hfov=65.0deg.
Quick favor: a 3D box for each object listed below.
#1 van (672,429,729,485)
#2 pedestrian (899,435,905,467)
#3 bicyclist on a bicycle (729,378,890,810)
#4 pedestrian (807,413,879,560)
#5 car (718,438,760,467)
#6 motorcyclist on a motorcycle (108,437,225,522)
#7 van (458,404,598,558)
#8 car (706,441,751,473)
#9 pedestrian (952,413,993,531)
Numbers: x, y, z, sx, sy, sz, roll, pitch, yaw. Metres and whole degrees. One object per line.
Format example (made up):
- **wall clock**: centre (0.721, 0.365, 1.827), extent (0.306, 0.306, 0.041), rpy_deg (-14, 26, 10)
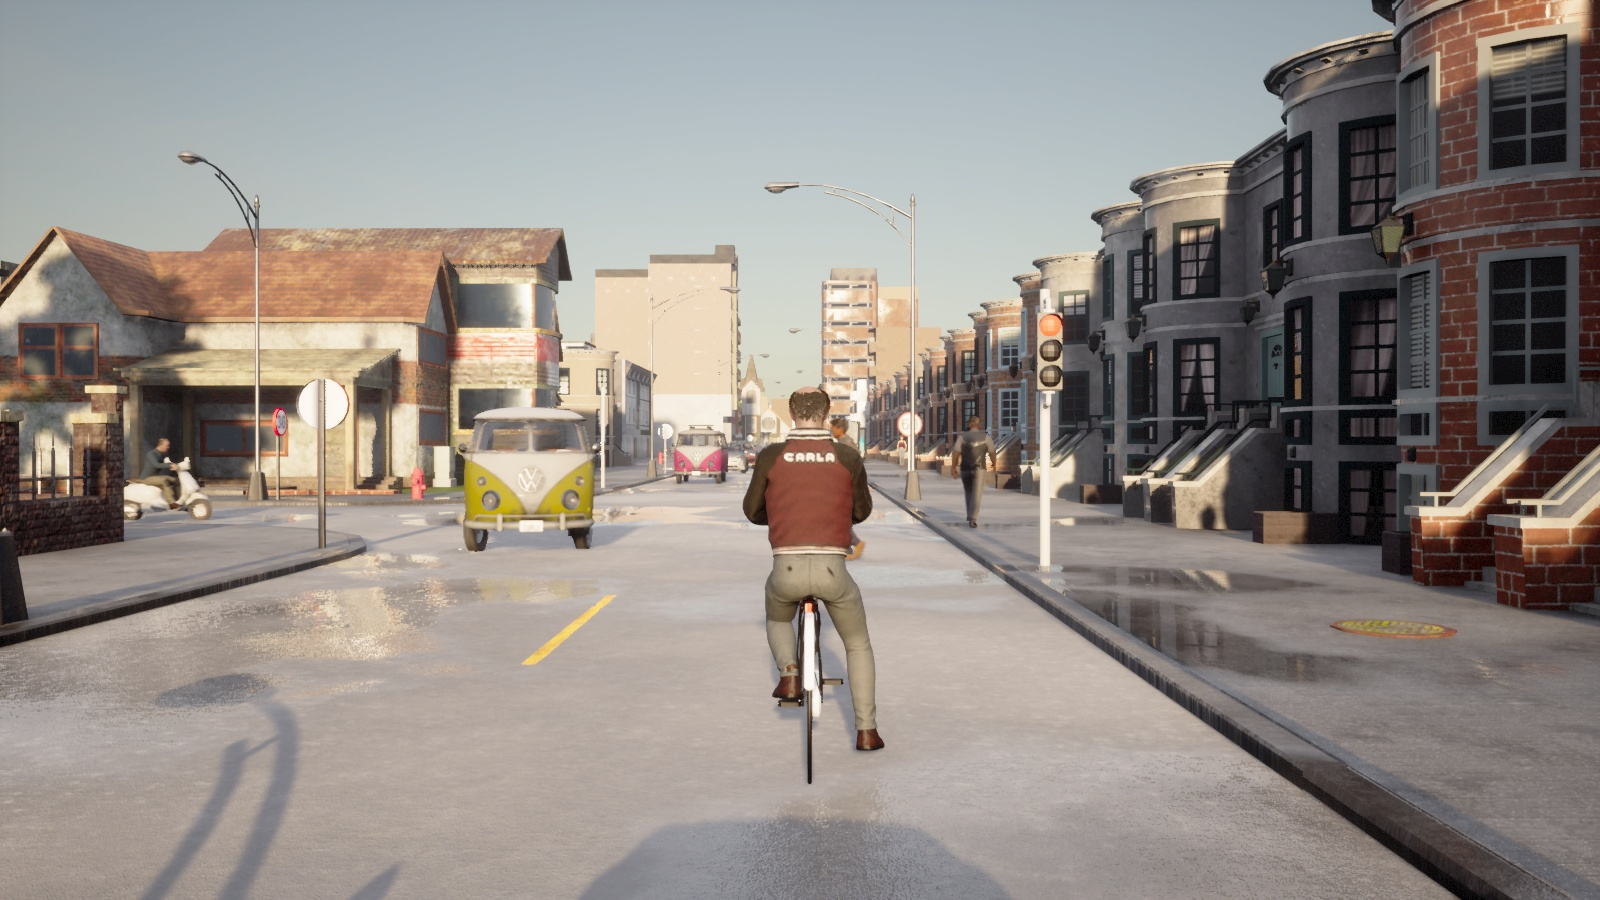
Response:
- **van**: centre (-3.688, 0.230, 47.166), extent (1.775, 1.987, 4.442), rpy_deg (0, 0, 1)
- **pedestrian**: centre (5.870, 0.052, 72.478), extent (0.345, 1.836, 0.594), rpy_deg (0, 0, 5)
- **bicyclist on a bicycle**: centre (0.045, 0.583, 6.081), extent (0.659, 1.776, 1.843), rpy_deg (0, 1, 0)
- **pedestrian**: centre (0.542, 0.450, 15.638), extent (0.869, 1.805, 0.328), rpy_deg (0, 0, 7)
- **car**: centre (-3.512, 0.108, 73.392), extent (2.152, 1.651, 5.027), rpy_deg (0, 0, 0)
- **motorcyclist on a motorcycle**: centre (-12.132, 0.554, 24.090), extent (1.817, 1.590, 0.866), rpy_deg (0, 0, 0)
- **van**: centre (-4.012, 0.391, 18.520), extent (1.775, 1.987, 4.442), rpy_deg (0, 0, -13)
- **car**: centre (-3.579, 0.332, 63.494), extent (2.007, 1.525, 4.514), rpy_deg (0, 0, 0)
- **pedestrian**: centre (2.827, 0.343, 20.502), extent (0.563, 1.883, 0.849), rpy_deg (0, 0, 14)
